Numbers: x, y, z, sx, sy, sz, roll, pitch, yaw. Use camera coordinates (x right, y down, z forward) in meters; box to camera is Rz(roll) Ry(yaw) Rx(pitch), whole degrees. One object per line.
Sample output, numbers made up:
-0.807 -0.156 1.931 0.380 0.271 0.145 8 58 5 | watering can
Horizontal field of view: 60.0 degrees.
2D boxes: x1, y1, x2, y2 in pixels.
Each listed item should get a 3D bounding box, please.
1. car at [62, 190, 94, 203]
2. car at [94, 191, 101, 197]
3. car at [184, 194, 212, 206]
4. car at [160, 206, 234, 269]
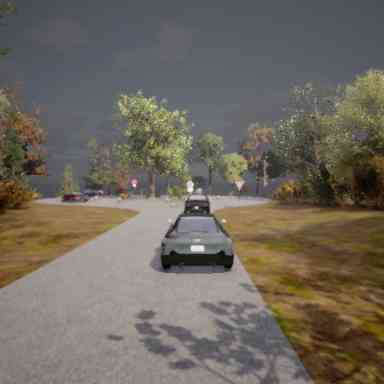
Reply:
-14.741 0.642 41.990 4.181 1.385 1.994 1 2 43 | car
-18.237 0.327 58.042 1.895 1.301 4.718 1 1 27 | car
0.499 0.907 26.045 1.882 1.535 5.008 0 1 4 | car
0.147 1.337 10.314 1.994 1.385 4.181 0 1 0 | car
